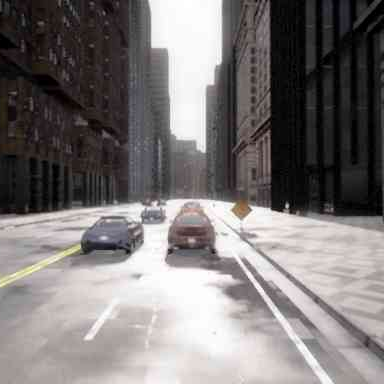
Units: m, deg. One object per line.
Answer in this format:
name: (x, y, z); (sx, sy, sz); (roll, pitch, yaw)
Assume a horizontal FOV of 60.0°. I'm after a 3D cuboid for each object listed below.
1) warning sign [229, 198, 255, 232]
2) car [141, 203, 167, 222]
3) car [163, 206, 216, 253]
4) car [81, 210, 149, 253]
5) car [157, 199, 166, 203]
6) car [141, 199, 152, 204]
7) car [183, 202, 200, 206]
warning sign: (2.831, 1.303, 19.003); (1.300, 1.860, 1.060); (-1, -1, 0)
car: (-3.264, 1.893, 29.123); (1.895, 1.301, 4.718); (0, -1, 0)
car: (-0.001, 1.620, 14.499); (1.882, 1.535, 5.008); (0, 0, 0)
car: (-3.254, 1.705, 14.323); (1.994, 1.385, 4.181); (0, -1, 0)
car: (-6.539, 2.306, 71.809); (1.812, 1.442, 4.674); (0, -1, 0)
car: (-9.789, 2.260, 71.808); (1.882, 1.535, 5.008); (0, -1, 0)
car: (-0.013, 1.642, 29.095); (2.097, 1.767, 4.553); (0, -1, 0)
